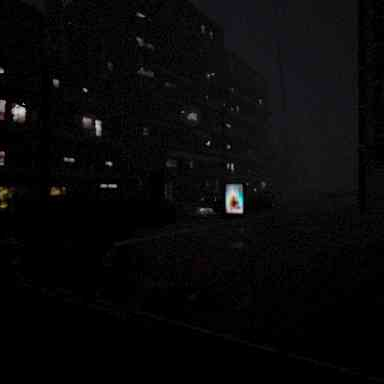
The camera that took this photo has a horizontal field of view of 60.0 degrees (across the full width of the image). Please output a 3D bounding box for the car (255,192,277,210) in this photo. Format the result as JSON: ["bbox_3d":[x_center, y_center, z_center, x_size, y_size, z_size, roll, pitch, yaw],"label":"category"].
[{"bbox_3d":[6.569,1.023,33.377,1.947,1.339,4.313,1,2,35],"label":"car"}]

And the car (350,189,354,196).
[{"bbox_3d":[32.016,0.154,69.732,1.887,1.381,4.507,1,2,35],"label":"car"}]

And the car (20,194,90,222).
[{"bbox_3d":[-9.873,1.104,24.492,2.192,1.841,5.009,1,2,35],"label":"car"}]

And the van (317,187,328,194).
[{"bbox_3d":[34.649,-0.352,88.102,1.690,1.788,3.998,1,2,35],"label":"van"}]

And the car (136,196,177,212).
[{"bbox_3d":[-3.513,1.164,33.586,1.802,1.307,4.206,1,2,35],"label":"car"}]

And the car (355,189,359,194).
[{"bbox_3d":[35.197,0.046,74.277,1.887,1.381,4.507,1,2,35],"label":"car"}]

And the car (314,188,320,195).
[{"bbox_3d":[28.289,0.067,79.021,1.887,1.381,4.507,1,2,35],"label":"car"}]

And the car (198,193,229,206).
[{"bbox_3d":[2.847,0.923,42.672,2.008,1.369,4.403,1,2,35],"label":"car"}]

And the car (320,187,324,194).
[{"bbox_3d":[31.469,-0.145,83.561,1.967,1.590,4.097,1,2,35],"label":"car"}]

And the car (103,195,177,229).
[{"bbox_3d":[-2.973,1.084,19.737,2.192,1.841,5.009,1,2,35],"label":"car"}]

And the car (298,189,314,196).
[{"bbox_3d":[25.108,0.070,74.474,1.967,1.590,4.097,1,2,35],"label":"car"}]

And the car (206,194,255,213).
[{"bbox_3d":[3.388,1.127,28.832,1.947,1.339,4.313,1,2,35],"label":"car"}]

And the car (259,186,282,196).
[{"bbox_3d":[12.182,0.008,51.346,2.150,2.045,5.566,0,1,35],"label":"car"}]

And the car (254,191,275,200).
[{"bbox_3d":[12.388,0.600,56.303,1.887,1.381,4.507,1,2,35],"label":"car"}]

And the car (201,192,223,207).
[{"bbox_3d":[2.935,0.786,38.292,2.097,1.767,4.553,0,1,35],"label":"car"}]

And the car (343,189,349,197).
[{"bbox_3d":[28.835,0.156,65.185,1.967,1.590,4.097,1,2,35],"label":"car"}]

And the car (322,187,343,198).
[{"bbox_3d":[25.655,0.367,60.643,1.887,1.381,4.507,1,2,35],"label":"car"}]

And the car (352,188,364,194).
[{"bbox_3d":[41.558,-0.163,83.365,2.008,1.369,4.403,1,2,35],"label":"car"}]
